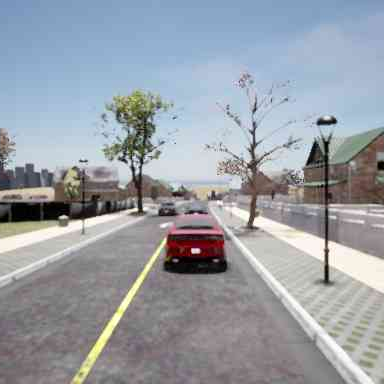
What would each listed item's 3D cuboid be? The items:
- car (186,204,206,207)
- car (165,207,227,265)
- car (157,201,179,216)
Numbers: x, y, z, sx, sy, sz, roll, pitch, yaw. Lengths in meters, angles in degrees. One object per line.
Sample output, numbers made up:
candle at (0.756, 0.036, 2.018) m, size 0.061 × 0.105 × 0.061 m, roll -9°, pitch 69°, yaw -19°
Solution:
car at (0.361, 1.707, 28.385) m, size 1.994 × 1.385 × 4.181 m, roll 0°, pitch 0°, yaw 1°
car at (0.136, 1.528, 11.900) m, size 1.882 × 1.535 × 5.008 m, roll 0°, pitch 0°, yaw 1°
car at (-2.430, 1.691, 34.585) m, size 1.837 × 1.490 × 4.892 m, roll 0°, pitch 0°, yaw 1°
